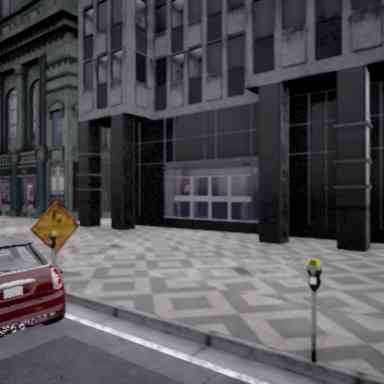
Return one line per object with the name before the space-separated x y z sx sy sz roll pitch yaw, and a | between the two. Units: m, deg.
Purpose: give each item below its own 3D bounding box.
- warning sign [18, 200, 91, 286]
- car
warning sign | -3.365 1.151 8.196 1.060 1.860 1.300 0 0 35
car | -4.139 1.473 5.911 4.097 1.590 1.967 0 0 35
